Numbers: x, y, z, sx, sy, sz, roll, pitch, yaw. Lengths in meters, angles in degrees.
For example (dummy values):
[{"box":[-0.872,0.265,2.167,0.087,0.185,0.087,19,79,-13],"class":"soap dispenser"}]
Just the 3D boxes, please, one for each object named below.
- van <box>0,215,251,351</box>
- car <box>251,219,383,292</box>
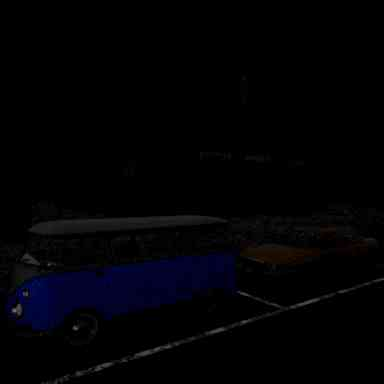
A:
[{"box":[-1.042,1.341,5.903,3.998,1.788,1.690,0,0,-35],"class":"van"},{"box":[3.253,1.526,8.953,4.829,1.417,1.752,0,0,-35],"class":"car"}]
